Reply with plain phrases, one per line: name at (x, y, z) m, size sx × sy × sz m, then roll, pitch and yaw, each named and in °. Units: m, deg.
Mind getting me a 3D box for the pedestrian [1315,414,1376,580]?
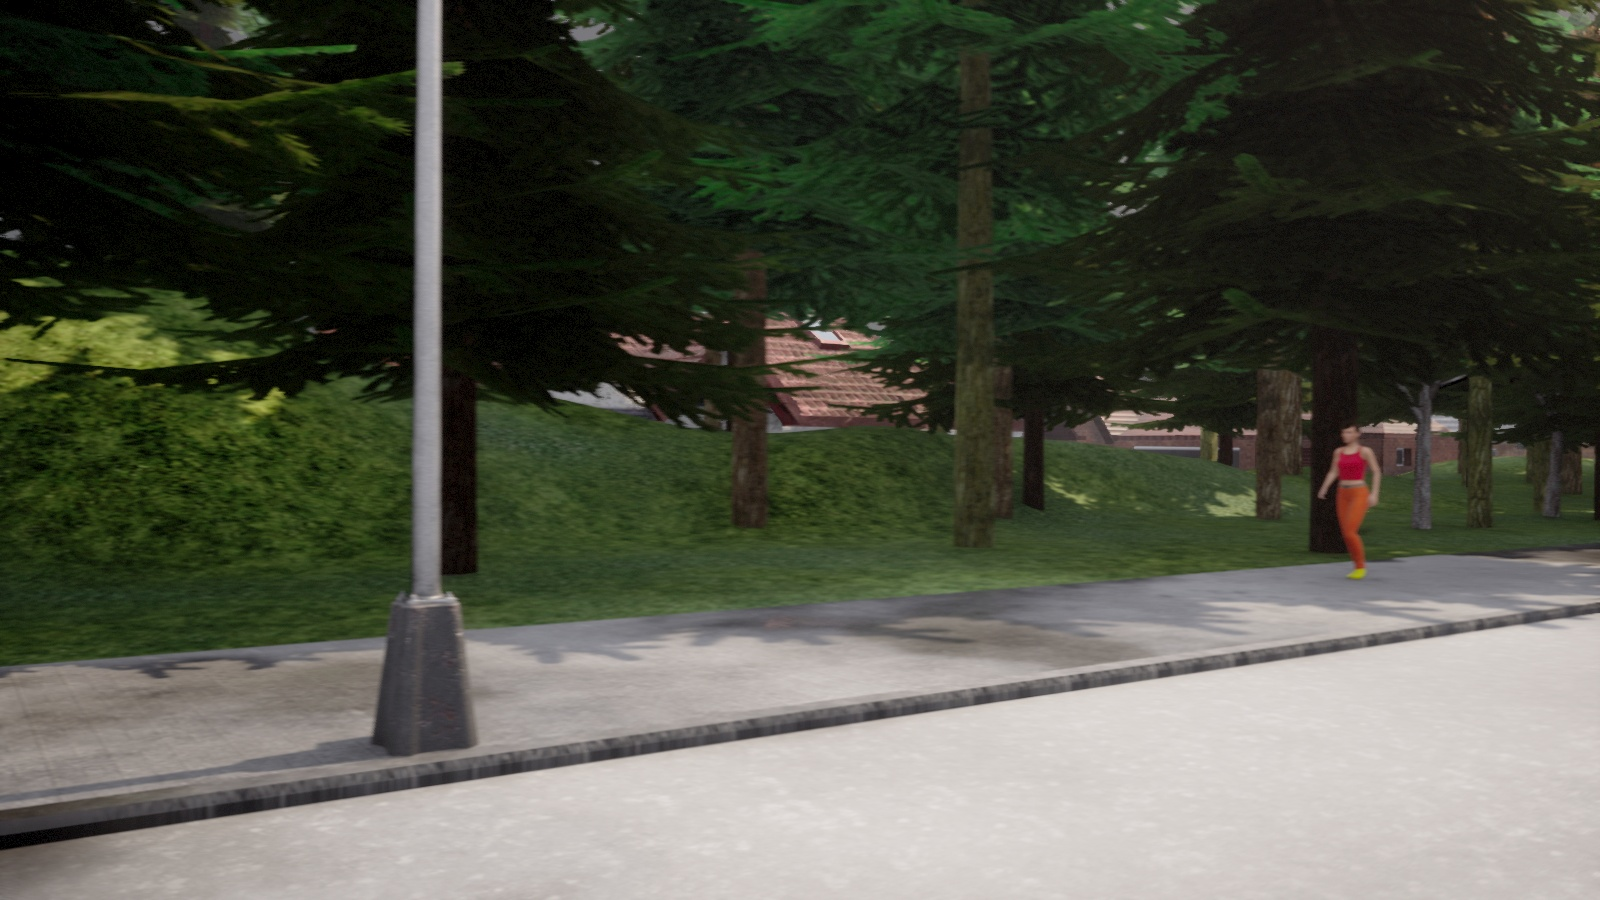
pedestrian at (6.179, 0.522, 14.231) m, size 0.594 × 1.836 × 0.345 m, roll 0°, pitch 0°, yaw -29°
